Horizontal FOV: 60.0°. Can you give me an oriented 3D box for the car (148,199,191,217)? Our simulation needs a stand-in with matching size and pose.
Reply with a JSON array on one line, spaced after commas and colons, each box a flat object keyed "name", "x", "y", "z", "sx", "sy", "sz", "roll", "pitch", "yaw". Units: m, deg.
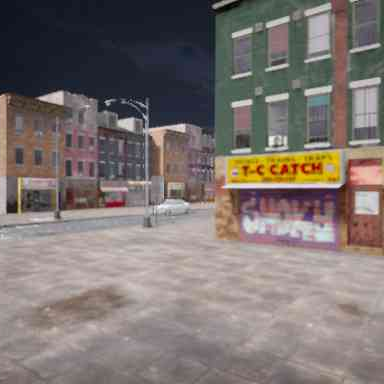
[{"name": "car", "x": -1.911, "y": 1.374, "z": 29.986, "sx": 1.812, "sy": 1.442, "sz": 4.674, "roll": 0, "pitch": 1, "yaw": 35}]
